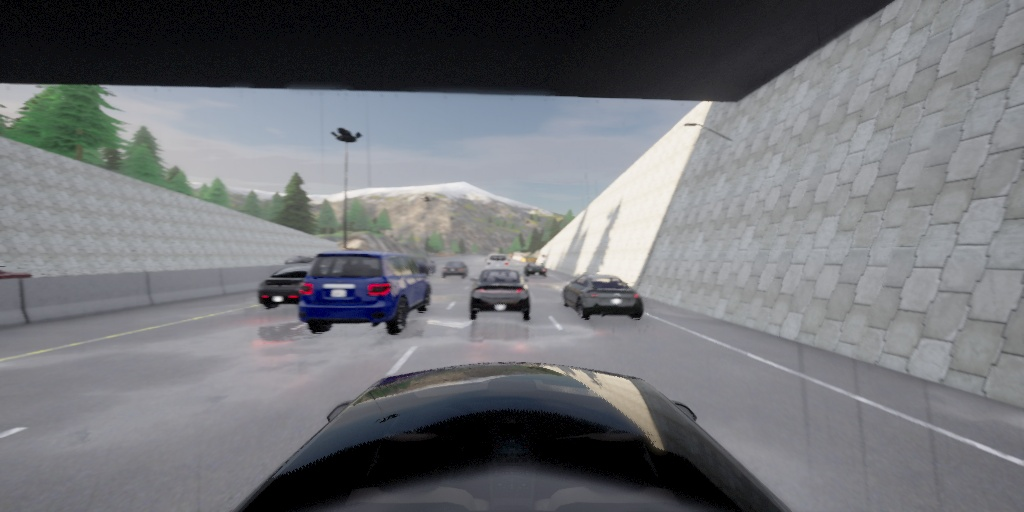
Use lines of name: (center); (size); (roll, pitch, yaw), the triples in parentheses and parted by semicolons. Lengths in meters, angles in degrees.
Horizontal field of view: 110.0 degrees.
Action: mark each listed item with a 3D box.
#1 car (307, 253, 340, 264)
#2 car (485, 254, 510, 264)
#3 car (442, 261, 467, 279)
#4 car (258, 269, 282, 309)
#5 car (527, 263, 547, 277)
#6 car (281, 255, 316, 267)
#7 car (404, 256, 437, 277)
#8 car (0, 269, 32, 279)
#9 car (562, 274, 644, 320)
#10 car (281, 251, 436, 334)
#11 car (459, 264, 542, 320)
car: (-26.718, 0.321, 51.107); (2.033, 1.411, 5.357); (1, 0, -2)
car: (-1.379, 0.837, 34.493); (2.150, 2.045, 5.566); (1, 0, -2)
car: (-4.700, 1.127, 30.171); (2.033, 1.411, 5.357); (1, 0, -2)
car: (-7.491, 1.097, 13.741); (1.837, 1.490, 4.892); (1, 0, -2)
car: (2.134, 1.272, 34.115); (1.895, 1.301, 4.718); (1, 0, -2)
car: (-30.221, 0.641, 50.957); (2.128, 1.511, 4.902); (1, 0, -2)
car: (-8.327, 0.865, 33.109); (2.097, 1.767, 4.553); (1, 0, -3)
car: (-18.066, 0.917, 10.707); (1.882, 1.535, 5.008); (1, 0, -2)
car: (3.058, 1.323, 12.803); (1.994, 1.385, 4.181); (1, 0, -2)
car: (-3.837, 0.882, 10.379); (2.150, 2.045, 5.566); (1, 0, -2)
car: (-0.424, 1.198, 12.343); (2.128, 1.511, 4.902); (1, 0, -2)
